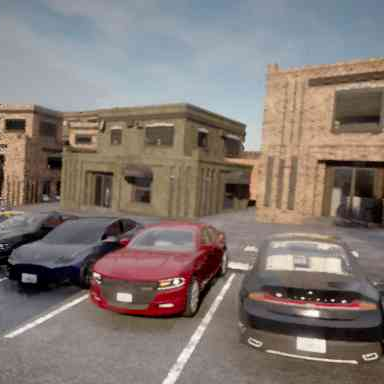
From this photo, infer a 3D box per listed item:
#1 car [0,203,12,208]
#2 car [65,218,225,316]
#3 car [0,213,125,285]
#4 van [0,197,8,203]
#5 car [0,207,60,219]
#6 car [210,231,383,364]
[{"bbox_3d":[-7.655,1.398,12.656,1.946,1.575,5.366,1,0,15],"label":"car"},{"bbox_3d":[-0.414,1.447,7.750,2.097,1.535,5.008,1,0,15],"label":"car"},{"bbox_3d":[-2.822,1.462,9.415,2.163,1.488,4.792,1,0,15],"label":"car"},{"bbox_3d":[-9.972,1.164,14.646,1.878,1.987,4.442,0,-1,15],"label":"van"},{"bbox_3d":[-5.204,1.418,11.147,2.097,1.535,5.008,1,0,15],"label":"car"},{"bbox_3d":[1.971,1.463,6.039,2.231,1.521,4.892,0,-1,15],"label":"car"}]
